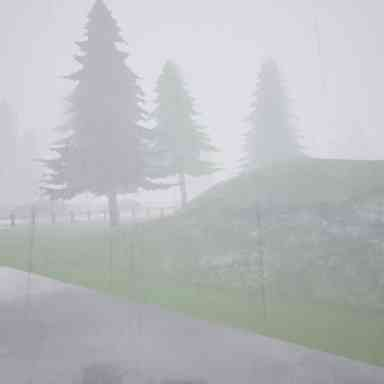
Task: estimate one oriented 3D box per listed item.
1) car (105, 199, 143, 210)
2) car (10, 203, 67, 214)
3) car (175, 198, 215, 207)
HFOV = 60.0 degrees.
[{"bbox_3d":[-7.571,1.466,37.357,4.181,1.385,1.994,0,0,-40],"label":"car"},{"bbox_3d":[-14.201,1.386,31.023,2.128,1.511,4.902,0,0,44],"label":"car"},{"bbox_3d":[0.484,1.462,43.639,5.357,1.411,2.033,0,0,-35],"label":"car"}]
